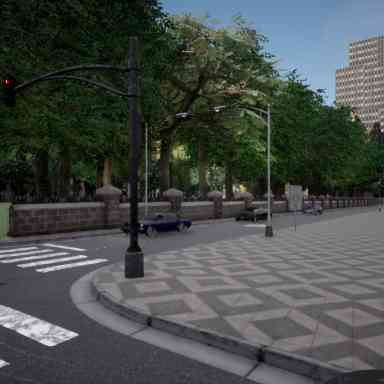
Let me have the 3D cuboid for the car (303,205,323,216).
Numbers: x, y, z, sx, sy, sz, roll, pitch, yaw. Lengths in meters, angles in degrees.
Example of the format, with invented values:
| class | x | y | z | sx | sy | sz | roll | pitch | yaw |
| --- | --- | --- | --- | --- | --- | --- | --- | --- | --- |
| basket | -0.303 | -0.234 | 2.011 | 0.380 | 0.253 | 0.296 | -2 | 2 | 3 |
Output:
| class | x | y | z | sx | sy | sz | roll | pitch | yaw |
| --- | --- | --- | --- | --- | --- | --- | --- | --- | --- |
| car | 17.338 | 2.542 | 47.566 | 2.128 | 1.511 | 4.902 | 0 | -1 | 35 |

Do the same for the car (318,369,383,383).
| class | x | y | z | sx | sy | sz | roll | pitch | yaw |
| --- | --- | --- | --- | --- | --- | --- | --- | --- | --- |
| car | 2.518 | 1.551 | 1.167 | 4.403 | 1.369 | 2.008 | 0 | 0 | 36 |

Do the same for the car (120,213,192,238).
| class | x | y | z | sx | sy | sz | roll | pitch | yaw |
| --- | --- | --- | --- | --- | --- | --- | --- | --- | --- |
| car | -2.082 | 1.944 | 20.215 | 1.895 | 1.301 | 4.718 | 0 | -1 | 35 |

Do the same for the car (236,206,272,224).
| class | x | y | z | sx | sy | sz | roll | pitch | yaw |
| --- | --- | --- | --- | --- | --- | --- | --- | --- | --- |
| car | 5.892 | 2.106 | 31.505 | 1.882 | 1.535 | 5.008 | 0 | -1 | 35 |
